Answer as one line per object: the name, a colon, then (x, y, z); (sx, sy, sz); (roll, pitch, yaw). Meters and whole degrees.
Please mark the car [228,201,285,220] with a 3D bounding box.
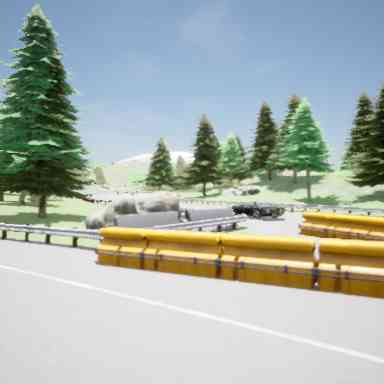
car: (4.655, 1.329, 25.199); (1.895, 1.301, 4.718); (-1, 1, -30)
